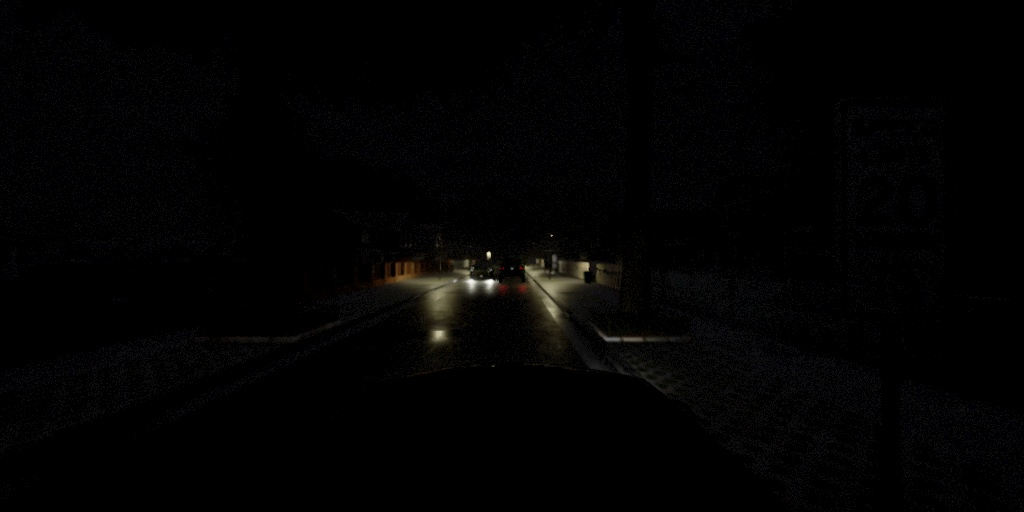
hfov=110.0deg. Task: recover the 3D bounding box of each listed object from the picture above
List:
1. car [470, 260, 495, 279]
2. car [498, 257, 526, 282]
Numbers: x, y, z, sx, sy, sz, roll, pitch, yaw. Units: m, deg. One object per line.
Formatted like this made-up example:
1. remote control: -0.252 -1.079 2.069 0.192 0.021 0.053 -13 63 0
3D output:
1. car: -2.743 1.214 34.098 2.097 1.767 4.553 0 0 0
2. car: 0.010 1.073 30.328 2.150 2.045 5.566 0 0 0
